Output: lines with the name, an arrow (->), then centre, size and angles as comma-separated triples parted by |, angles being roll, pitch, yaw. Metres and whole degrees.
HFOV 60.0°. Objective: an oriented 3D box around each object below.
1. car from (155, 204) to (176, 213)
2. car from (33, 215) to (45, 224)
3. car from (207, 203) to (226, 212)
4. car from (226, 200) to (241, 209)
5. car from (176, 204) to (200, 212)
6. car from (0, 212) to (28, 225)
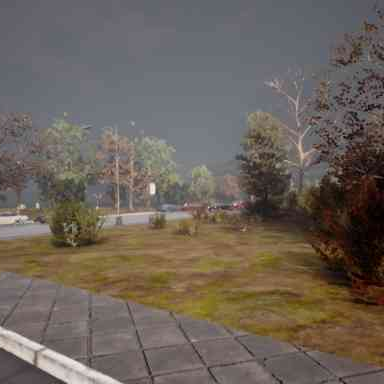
car -> -3.809, 2.663, 53.780 | 2.033, 1.411, 5.357 | -3, -2, 32
car -> -12.817, 2.392, 33.009 | 2.033, 1.411, 5.357 | -3, -2, 33
car -> 4.322, 2.431, 53.283 | 1.895, 1.301, 4.718 | -3, -2, 32
car -> 7.628, 2.033, 51.991 | 2.097, 1.767, 4.553 | -3, -2, 32
car -> 0.022, 2.573, 53.282 | 1.895, 1.301, 4.718 | -3, -2, 33
car -> -18.152, 2.591, 31.213 | 1.895, 1.301, 4.718 | -3, -2, 33
